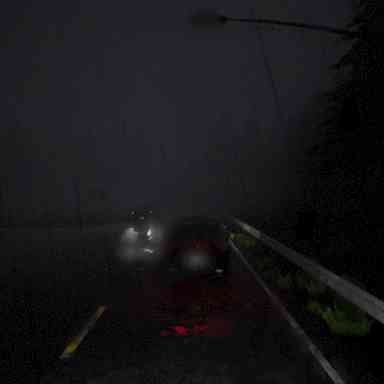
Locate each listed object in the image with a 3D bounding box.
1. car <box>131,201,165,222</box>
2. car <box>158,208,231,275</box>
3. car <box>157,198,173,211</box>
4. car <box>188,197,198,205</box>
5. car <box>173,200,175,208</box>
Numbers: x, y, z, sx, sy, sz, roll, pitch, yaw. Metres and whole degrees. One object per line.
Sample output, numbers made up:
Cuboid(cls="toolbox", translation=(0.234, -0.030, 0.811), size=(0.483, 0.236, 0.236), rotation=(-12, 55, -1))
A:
Cuboid(cls="car", translation=(-3.703, 1.690, 27.623), size=(1.895, 1.301, 4.718), rotation=(0, 0, 3))
Cuboid(cls="car", translation=(0.104, 1.503, 10.609), size=(1.882, 1.535, 5.008), rotation=(0, 0, 0))
Cuboid(cls="car", translation=(-3.584, 1.654, 39.801), size=(1.812, 1.442, 4.674), rotation=(0, 0, 0))
Cuboid(cls="car", translation=(0.113, 1.685, 64.006), size=(1.882, 1.535, 5.008), rotation=(0, 0, 0))
Cuboid(cls="car", translation=(-3.576, 1.692, 51.179), size=(1.812, 1.442, 4.674), rotation=(0, 0, 0))
